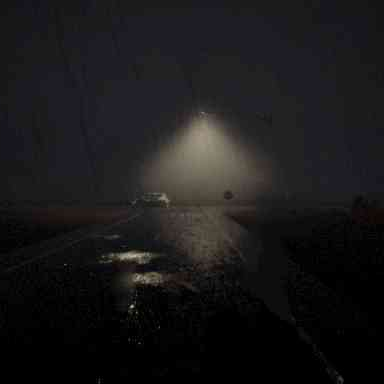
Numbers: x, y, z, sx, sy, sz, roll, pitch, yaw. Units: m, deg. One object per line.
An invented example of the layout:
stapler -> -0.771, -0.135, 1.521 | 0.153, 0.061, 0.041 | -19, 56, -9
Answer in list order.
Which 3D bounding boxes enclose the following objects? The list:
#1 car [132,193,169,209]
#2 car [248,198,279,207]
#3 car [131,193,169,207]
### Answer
car -> -5.233, 1.327, 43.279 | 4.553, 1.767, 2.097 | 0, 0, -1
car -> 10.897, 1.598, 50.695 | 4.674, 1.442, 1.812 | 0, 0, -2
car -> -6.248, 1.191, 50.260 | 5.566, 2.045, 2.150 | 0, 0, -1
